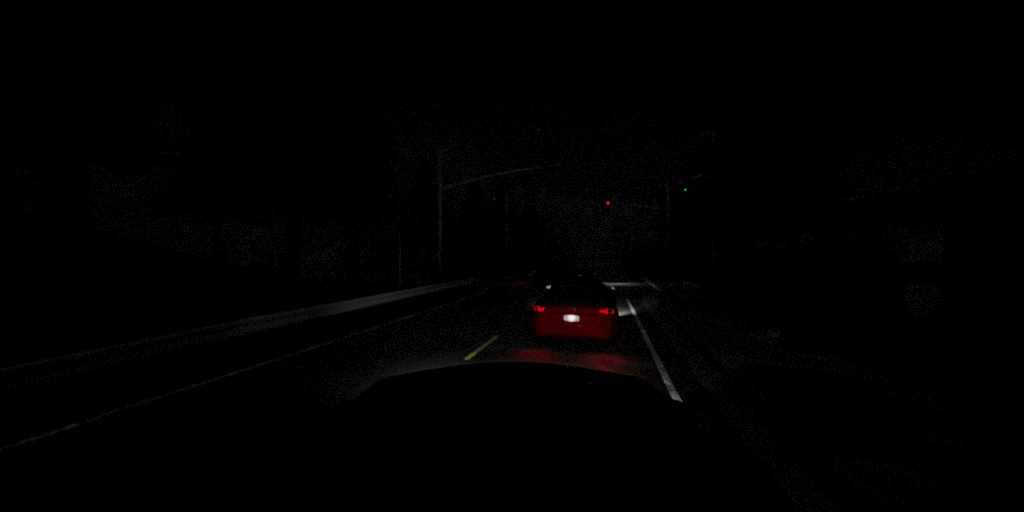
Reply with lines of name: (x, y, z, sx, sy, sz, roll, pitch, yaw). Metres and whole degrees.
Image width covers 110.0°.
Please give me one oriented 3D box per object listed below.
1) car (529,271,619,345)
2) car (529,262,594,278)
car: (1.759, 1.267, 9.480, 1.994, 1.385, 4.181, 0, 0, 15)
car: (3.510, 1.150, 24.219, 4.674, 1.442, 1.812, 0, 1, 8)
